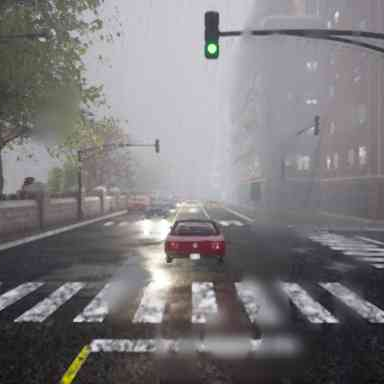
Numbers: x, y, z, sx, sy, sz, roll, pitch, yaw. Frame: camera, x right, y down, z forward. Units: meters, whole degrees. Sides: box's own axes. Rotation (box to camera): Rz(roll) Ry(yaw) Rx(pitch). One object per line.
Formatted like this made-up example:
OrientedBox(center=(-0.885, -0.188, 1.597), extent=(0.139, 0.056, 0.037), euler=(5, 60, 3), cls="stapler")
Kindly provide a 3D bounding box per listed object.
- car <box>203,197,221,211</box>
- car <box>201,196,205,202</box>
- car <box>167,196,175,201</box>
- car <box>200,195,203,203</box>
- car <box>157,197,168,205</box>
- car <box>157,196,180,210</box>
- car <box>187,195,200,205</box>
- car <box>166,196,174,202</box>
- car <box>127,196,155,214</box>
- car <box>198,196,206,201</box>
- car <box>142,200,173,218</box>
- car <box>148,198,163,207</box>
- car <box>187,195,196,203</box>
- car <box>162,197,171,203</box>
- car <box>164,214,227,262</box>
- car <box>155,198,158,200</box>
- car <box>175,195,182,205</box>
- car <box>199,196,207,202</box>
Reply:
OrientedBox(center=(2.683, 1.589, 42.061), extent=(1.752, 1.417, 4.829), euler=(0, 0, 0), cls="car")
OrientedBox(center=(2.683, 1.619, 47.426), extent=(1.887, 1.381, 4.507), euler=(0, 0, 0), cls="car")
OrientedBox(center=(-5.701, 1.722, 91.707), extent=(2.008, 1.369, 4.403), euler=(0, 0, 0), cls="car")
OrientedBox(center=(2.682, 1.636, 52.962), extent=(2.008, 1.369, 4.403), euler=(0, 0, 0), cls="car")
OrientedBox(center=(-5.699, 1.690, 64.030), extent=(1.802, 1.307, 4.206), euler=(0, 0, 0), cls="car")
OrientedBox(center=(-3.089, 1.616, 44.764), extent=(2.033, 1.411, 5.357), euler=(0, 0, 0), cls="car")
OrientedBox(center=(-0.004, 1.705, 62.118), extent=(1.895, 1.301, 4.718), euler=(0, 0, 0), cls="car")
OrientedBox(center=(-5.701, 1.683, 86.001), extent=(1.752, 1.417, 4.829), euler=(0, 0, 0), cls="car")
OrientedBox(center=(-5.697, 1.368, 36.355), extent=(2.192, 1.841, 5.009), euler=(0, 0, 0), cls="car")
OrientedBox(center=(2.679, 1.738, 91.708), extent=(1.947, 1.339, 4.313), euler=(0, 0, 0), cls="car")
OrientedBox(center=(-3.098, 1.643, 30.519), extent=(1.895, 1.301, 4.718), euler=(0, 0, 0), cls="car")
OrientedBox(center=(-5.698, 1.630, 52.961), extent=(1.887, 1.381, 4.507), euler=(0, 0, 0), cls="car")
OrientedBox(center=(-0.006, 1.515, 72.093), extent=(1.882, 1.535, 5.008), euler=(0, 0, 0), cls="car")
OrientedBox(center=(-5.699, 1.714, 75.101), extent=(1.802, 1.307, 4.206), euler=(0, 0, 0), cls="car")
OrientedBox(center=(0.098, 1.616, 12.058), extent=(1.895, 1.301, 4.718), euler=(0, 0, 0), cls="car")
OrientedBox(center=(-5.698, 1.514, 47.425), extent=(1.967, 1.590, 4.097), euler=(0, 0, 0), cls="car")
OrientedBox(center=(-3.021, 1.460, 63.345), extent=(2.097, 1.767, 4.553), euler=(0, 0, 0), cls="car")
OrientedBox(center=(2.680, 1.690, 80.637), extent=(1.887, 1.381, 4.507), euler=(0, 0, 0), cls="car")
